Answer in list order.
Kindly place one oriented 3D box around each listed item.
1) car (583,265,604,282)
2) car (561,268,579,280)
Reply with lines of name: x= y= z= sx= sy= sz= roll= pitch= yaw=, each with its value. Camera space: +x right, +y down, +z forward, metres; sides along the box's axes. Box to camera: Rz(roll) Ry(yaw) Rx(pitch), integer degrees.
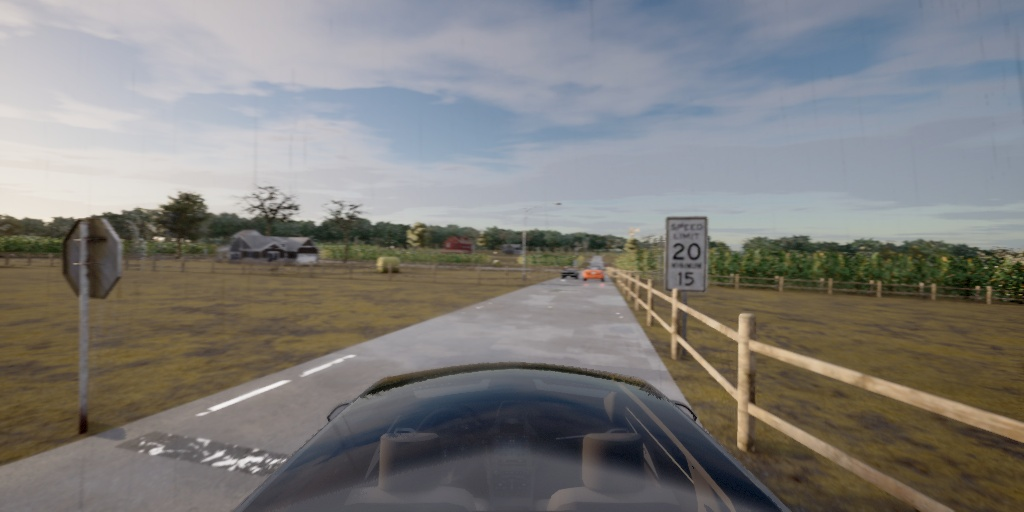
car: x=8.825 y=1.791 z=38.546 sx=2.097 sy=1.767 sz=4.553 roll=1 pitch=-1 yaw=14
car: x=6.910 y=2.083 z=42.536 sx=1.895 sy=1.301 sz=4.718 roll=1 pitch=-1 yaw=14
